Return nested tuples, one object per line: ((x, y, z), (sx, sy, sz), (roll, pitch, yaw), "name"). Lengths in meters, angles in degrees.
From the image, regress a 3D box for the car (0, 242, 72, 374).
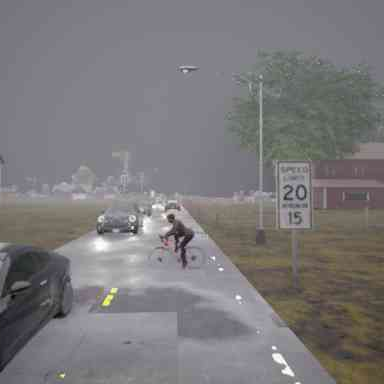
((-3.075, 1.529, 4.670), (1.812, 1.442, 4.674), (0, 0, -4), "car")

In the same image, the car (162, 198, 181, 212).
((-2.358, 1.614, 40.268), (1.812, 1.442, 4.674), (0, 0, -3), "car")

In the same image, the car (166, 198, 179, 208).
((-3.007, 1.672, 50.452), (1.812, 1.442, 4.674), (0, 0, -4), "car")

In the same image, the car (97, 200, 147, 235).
((-3.970, 1.375, 18.945), (2.097, 1.767, 4.553), (0, 0, -4), "car")

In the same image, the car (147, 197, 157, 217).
((-4.721, 1.548, 31.399), (2.128, 1.511, 4.902), (0, 0, -3), "car")

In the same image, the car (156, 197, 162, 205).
((-6.907, 1.785, 66.874), (2.128, 1.511, 4.902), (0, -1, -3), "car")

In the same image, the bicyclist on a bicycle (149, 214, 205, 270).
((-0.440, 1.461, 9.636), (1.656, 1.620, 0.582), (-1, 0, -4), "bicyclist on a bicycle")
